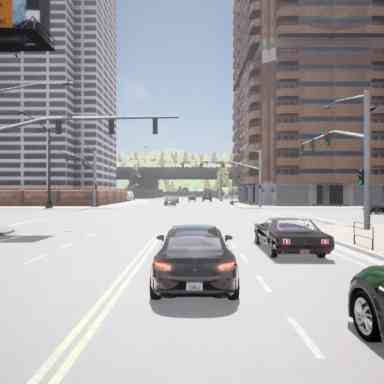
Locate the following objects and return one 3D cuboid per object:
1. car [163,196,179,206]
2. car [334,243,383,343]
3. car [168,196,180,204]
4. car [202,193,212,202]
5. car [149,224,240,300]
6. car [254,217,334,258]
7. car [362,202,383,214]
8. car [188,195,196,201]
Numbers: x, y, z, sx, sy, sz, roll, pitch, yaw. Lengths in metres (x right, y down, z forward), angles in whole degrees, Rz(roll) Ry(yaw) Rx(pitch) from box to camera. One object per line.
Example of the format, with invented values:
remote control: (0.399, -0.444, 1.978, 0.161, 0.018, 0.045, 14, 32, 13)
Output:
car: (-3.590, 1.491, 54.818, 2.128, 1.511, 4.902, 0, 0, -1)
car: (3.601, 1.352, 3.617, 2.097, 1.767, 4.553, 0, 0, 0)
car: (-3.529, 1.489, 65.303, 2.128, 1.511, 4.902, 0, 0, 1)
car: (3.514, 1.224, 78.002, 2.150, 2.045, 5.566, 0, 0, 0)
car: (0.062, 1.526, 8.249, 1.812, 1.442, 4.674, 0, 0, 0)
car: (3.605, 1.601, 12.702, 1.895, 1.301, 4.718, 0, 0, 1)
car: (19.963, 1.600, 33.724, 4.718, 1.301, 1.895, 0, 0, 1)
car: (0.014, 1.424, 77.292, 1.837, 1.490, 4.892, 0, 0, 0)
